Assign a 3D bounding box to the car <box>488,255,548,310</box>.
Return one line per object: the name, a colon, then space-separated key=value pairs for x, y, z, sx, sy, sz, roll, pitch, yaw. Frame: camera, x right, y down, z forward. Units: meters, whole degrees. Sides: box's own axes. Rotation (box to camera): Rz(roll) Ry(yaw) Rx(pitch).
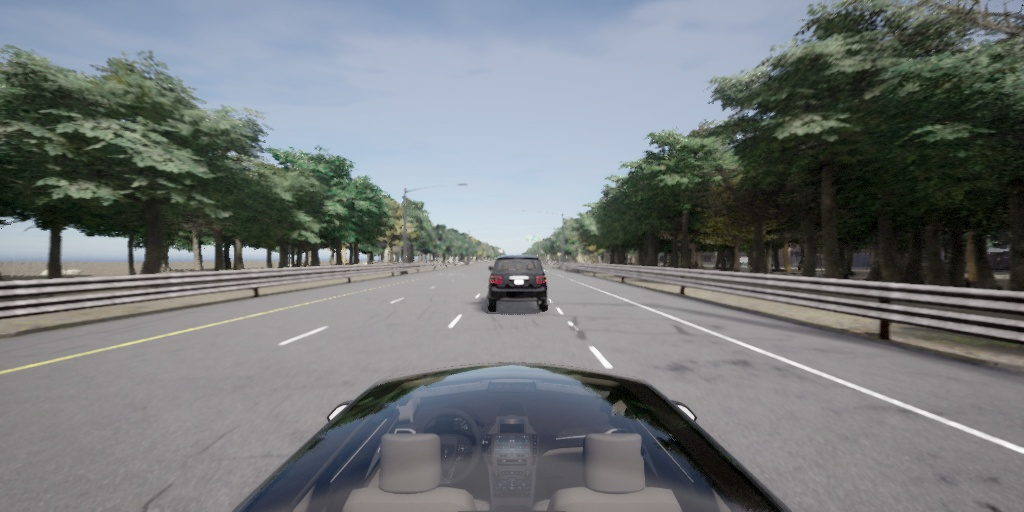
car: x=0.189 y=0.983 z=14.860 sx=2.150 sy=2.045 sz=5.566 roll=0 pitch=0 yaw=-1
